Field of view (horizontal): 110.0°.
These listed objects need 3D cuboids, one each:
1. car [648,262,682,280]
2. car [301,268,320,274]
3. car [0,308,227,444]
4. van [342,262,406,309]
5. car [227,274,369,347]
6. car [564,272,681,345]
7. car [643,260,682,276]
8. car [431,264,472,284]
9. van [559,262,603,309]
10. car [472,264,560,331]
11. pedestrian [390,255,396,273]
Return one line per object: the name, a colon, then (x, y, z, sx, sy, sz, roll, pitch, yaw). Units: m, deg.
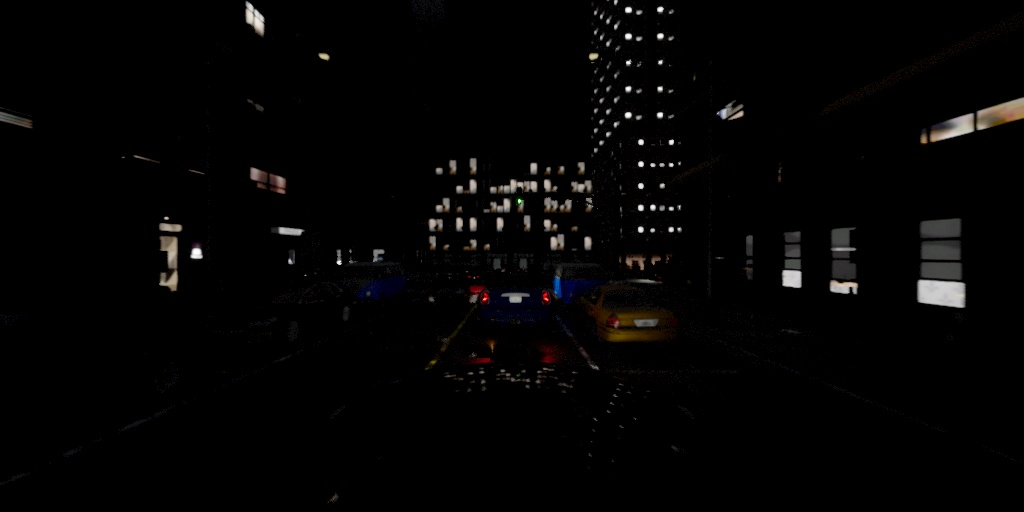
car: (14.672, 1.522, 31.653, 4.181, 1.385, 1.994, 0, 1, 0)
car: (-18.448, 1.041, 28.644, 5.566, 2.045, 2.150, 0, 1, 0)
car: (-5.692, 1.325, 3.731, 1.948, 1.339, 4.313, 0, 0, 0)
van: (-5.692, 1.154, 14.935, 1.690, 1.789, 3.998, 0, 0, 0)
car: (-5.692, 1.337, 9.334, 2.007, 1.370, 4.403, 0, 0, 0)
car: (2.689, 1.312, 9.476, 1.751, 1.417, 4.829, 0, 0, 0)
car: (15.231, 1.253, 34.246, 5.009, 1.841, 2.192, 0, 0, 0)
car: (-4.665, 1.389, 29.136, 4.892, 1.490, 1.837, 1, -1, 42)
van: (2.688, 1.155, 14.907, 1.690, 1.789, 3.998, 0, 0, 0)
car: (0.095, 1.148, 11.350, 2.097, 1.767, 4.553, 0, 0, 0)
pedestrian: (-12.396, 0.815, 37.343, 0.375, 1.860, 0.375, 0, 0, 0)
